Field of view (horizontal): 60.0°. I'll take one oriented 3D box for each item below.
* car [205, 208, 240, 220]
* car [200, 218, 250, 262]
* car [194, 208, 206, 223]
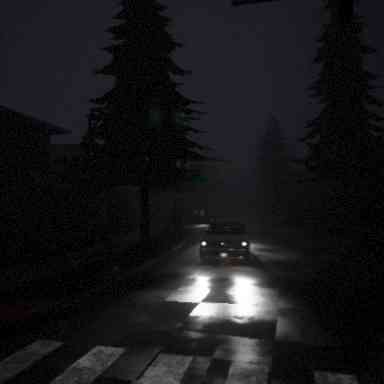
[{"bbox_3d":[2.353,2.153,24.338,2.128,1.511,4.902,-1,-2,0],"label":"car"},{"bbox_3d":[1.500,1.978,13.978,1.895,1.301,4.718,-1,-2,10],"label":"car"},{"bbox_3d":[1.434,2.471,35.483,1.882,1.535,5.008,0,-2,-11],"label":"car"}]
